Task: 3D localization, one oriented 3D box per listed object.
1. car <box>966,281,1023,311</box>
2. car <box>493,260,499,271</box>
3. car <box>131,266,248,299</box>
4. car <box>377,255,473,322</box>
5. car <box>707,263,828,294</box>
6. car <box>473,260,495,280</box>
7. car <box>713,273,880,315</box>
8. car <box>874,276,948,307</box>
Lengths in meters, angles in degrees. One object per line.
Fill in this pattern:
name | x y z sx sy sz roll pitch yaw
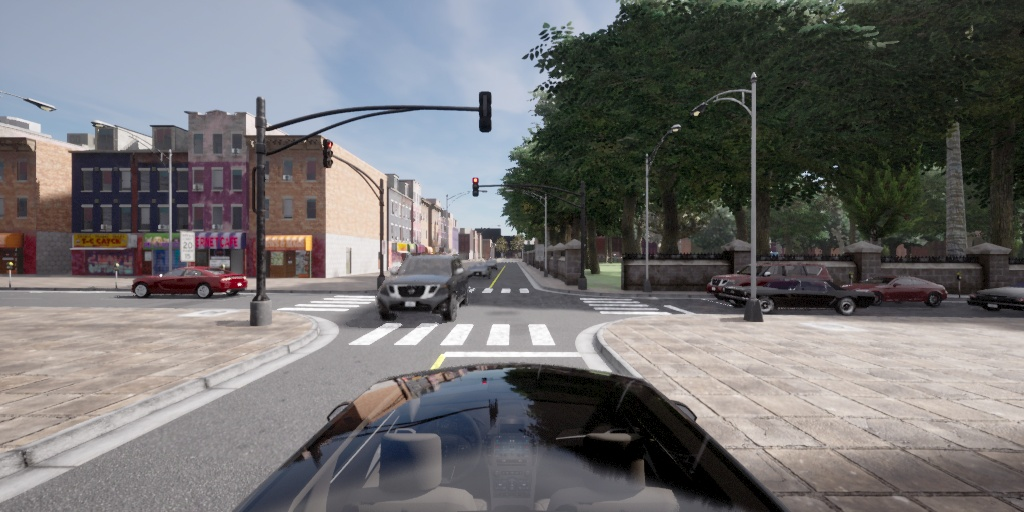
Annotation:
car | 21.153 1.555 13.776 5.357 1.411 2.033 1 0 0
car | -2.843 1.244 48.749 1.837 1.490 4.892 0 0 0
car | -14.717 1.153 16.439 4.507 1.381 1.888 0 0 0
car | -2.845 0.972 12.707 2.150 2.045 5.566 0 0 0
car | 11.711 1.207 16.349 5.009 1.841 2.192 0 0 0
car | -2.853 1.317 31.690 1.994 1.385 4.181 0 0 0
car | 10.765 1.487 13.861 4.718 1.301 1.895 1 0 2
car | 17.159 1.538 16.331 4.207 1.307 1.802 0 0 0
